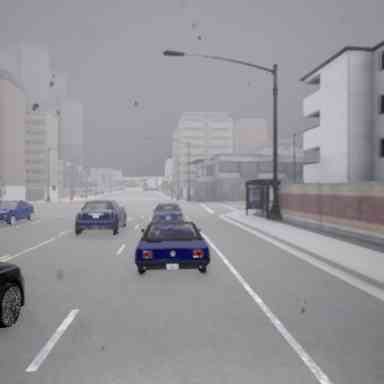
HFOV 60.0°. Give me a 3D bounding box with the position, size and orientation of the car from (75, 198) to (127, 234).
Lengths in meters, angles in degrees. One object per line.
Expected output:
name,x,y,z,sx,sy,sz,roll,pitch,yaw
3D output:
car,-4.808,1.188,18.118,2.097,1.767,4.553,0,1,-5

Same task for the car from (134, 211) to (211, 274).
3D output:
car,-0.627,1.503,10.248,1.895,1.301,4.718,0,1,-4

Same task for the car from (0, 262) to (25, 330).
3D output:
car,-3.735,1.461,3.870,2.128,1.511,4.902,0,1,-3

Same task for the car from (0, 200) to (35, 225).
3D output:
car,-12.294,1.293,22.396,1.882,1.535,5.008,0,1,-6

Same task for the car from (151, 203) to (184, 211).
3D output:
car,-1.437,1.359,19.896,2.033,1.411,5.357,0,1,-5
